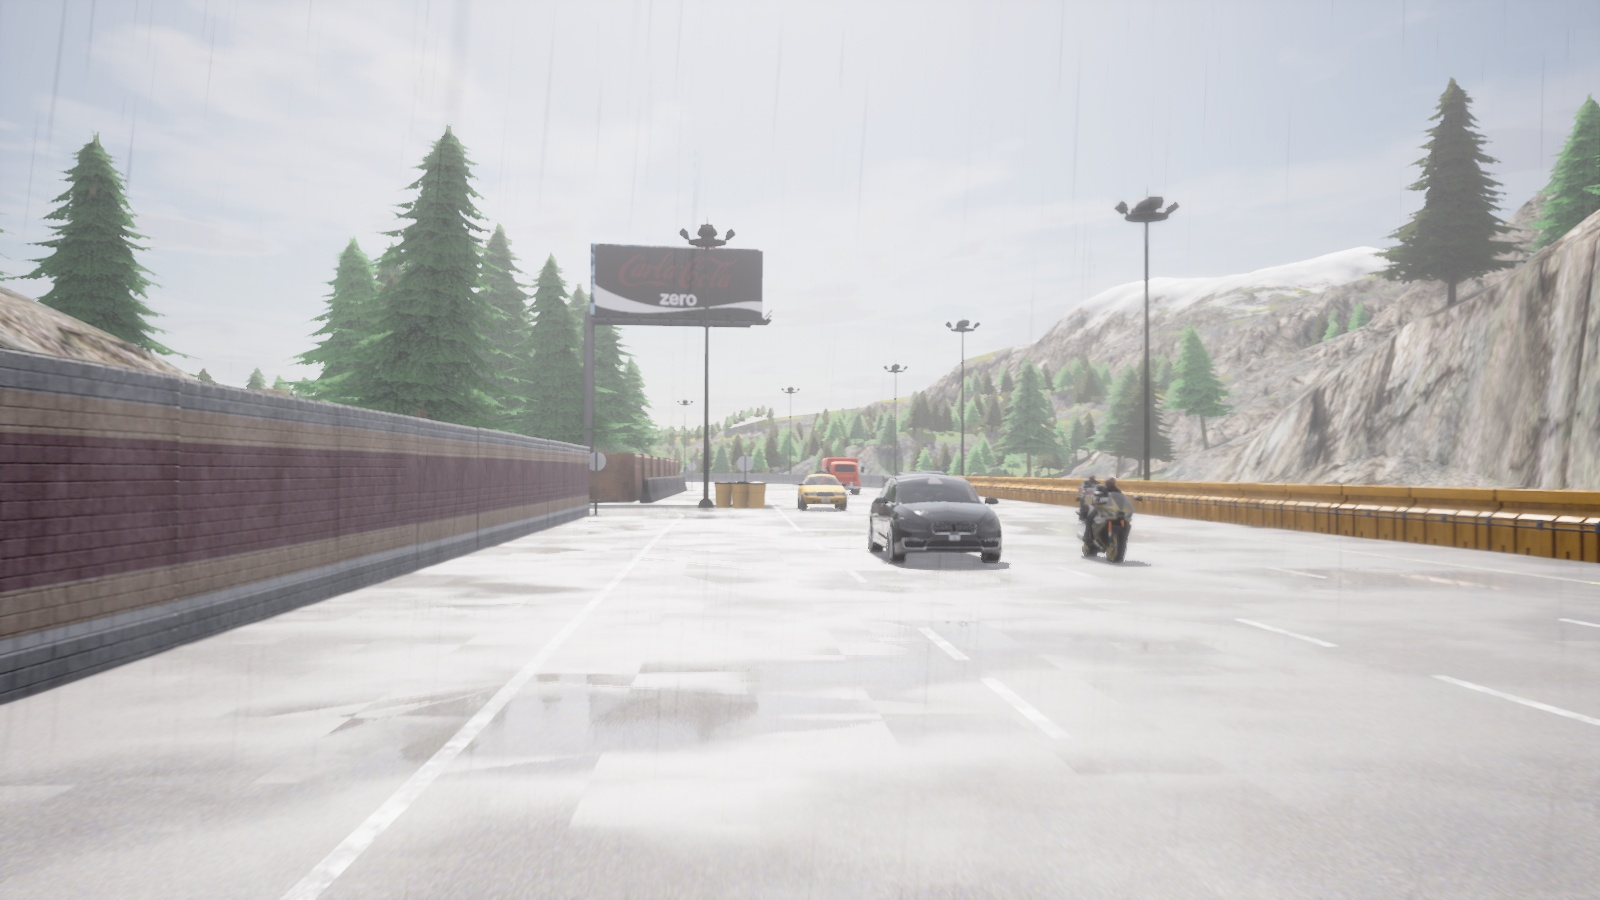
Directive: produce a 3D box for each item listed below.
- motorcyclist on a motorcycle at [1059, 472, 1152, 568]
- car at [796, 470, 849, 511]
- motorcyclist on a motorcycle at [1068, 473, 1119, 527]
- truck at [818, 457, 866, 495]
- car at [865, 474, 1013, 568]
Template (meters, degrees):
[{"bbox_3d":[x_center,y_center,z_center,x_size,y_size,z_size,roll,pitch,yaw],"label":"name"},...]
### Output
[{"bbox_3d":[5.373,1.201,22.246,0.866,1.530,2.191,5,-1,-3],"label":"motorcyclist on a motorcycle"},{"bbox_3d":[0.857,1.606,50.970,1.801,1.575,5.366,0,-1,-3],"label":"car"},{"bbox_3d":[8.565,1.431,36.757,0.866,1.530,2.191,0,-1,-3],"label":"motorcyclist on a motorcycle"},{"bbox_3d":[2.766,1.737,84.413,2.627,2.467,5.204,0,-1,-4],"label":"truck"},{"bbox_3d":[2.363,1.190,22.648,1.837,1.490,4.892,0,-1,-4],"label":"car"}]
